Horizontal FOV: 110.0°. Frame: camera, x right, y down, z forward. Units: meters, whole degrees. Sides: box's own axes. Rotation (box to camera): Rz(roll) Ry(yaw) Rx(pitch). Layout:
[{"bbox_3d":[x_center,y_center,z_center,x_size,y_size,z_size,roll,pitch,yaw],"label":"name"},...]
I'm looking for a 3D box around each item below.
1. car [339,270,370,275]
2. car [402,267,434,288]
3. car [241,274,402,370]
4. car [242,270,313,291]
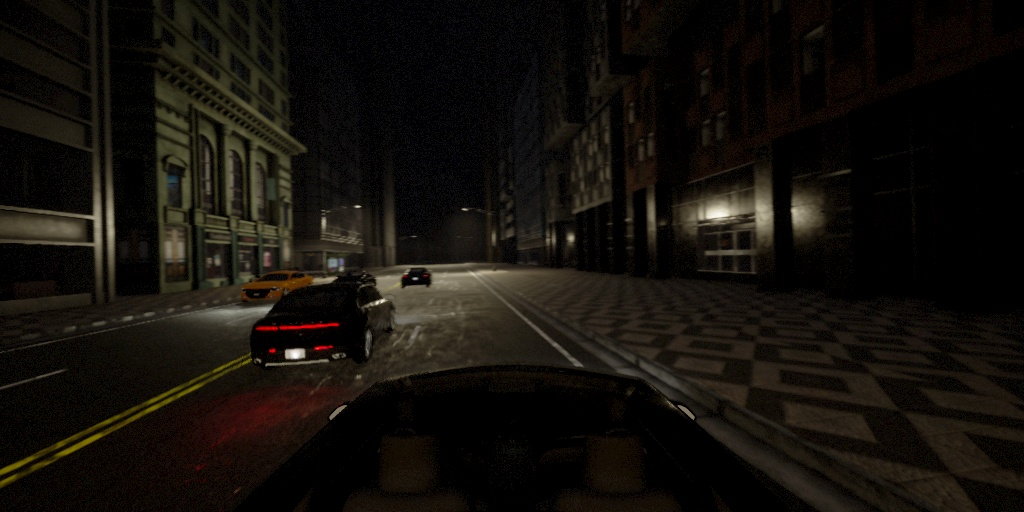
[{"bbox_3d":[-9.672,1.575,22.140,1.994,1.385,4.181,-2,0,-9],"label":"car"},{"bbox_3d":[-6.803,1.499,25.982,1.994,1.385,4.181,-2,0,-9],"label":"car"},{"bbox_3d":[-3.932,1.360,8.245,1.837,1.490,4.892,-2,0,-9],"label":"car"},{"bbox_3d":[-12.536,1.564,19.487,1.882,1.535,5.008,-2,0,-9],"label":"car"}]
